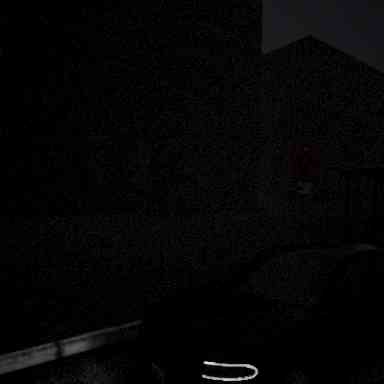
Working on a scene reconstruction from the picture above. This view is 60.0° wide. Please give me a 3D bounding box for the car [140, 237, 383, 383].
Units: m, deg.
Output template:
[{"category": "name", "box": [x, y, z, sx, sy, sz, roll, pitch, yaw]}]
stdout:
[{"category": "car", "box": [1.691, 1.475, 4.706, 5.008, 1.535, 1.882, 0, 0, -36]}]
